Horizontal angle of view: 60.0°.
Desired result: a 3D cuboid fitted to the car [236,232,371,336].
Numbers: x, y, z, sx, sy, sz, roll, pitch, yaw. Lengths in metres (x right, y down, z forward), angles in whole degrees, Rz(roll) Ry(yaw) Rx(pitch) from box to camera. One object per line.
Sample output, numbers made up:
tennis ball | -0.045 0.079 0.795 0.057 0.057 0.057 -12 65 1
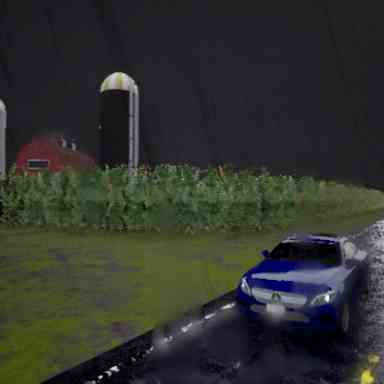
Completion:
car | 2.665 1.662 7.236 1.812 1.442 4.674 -1 -1 35
